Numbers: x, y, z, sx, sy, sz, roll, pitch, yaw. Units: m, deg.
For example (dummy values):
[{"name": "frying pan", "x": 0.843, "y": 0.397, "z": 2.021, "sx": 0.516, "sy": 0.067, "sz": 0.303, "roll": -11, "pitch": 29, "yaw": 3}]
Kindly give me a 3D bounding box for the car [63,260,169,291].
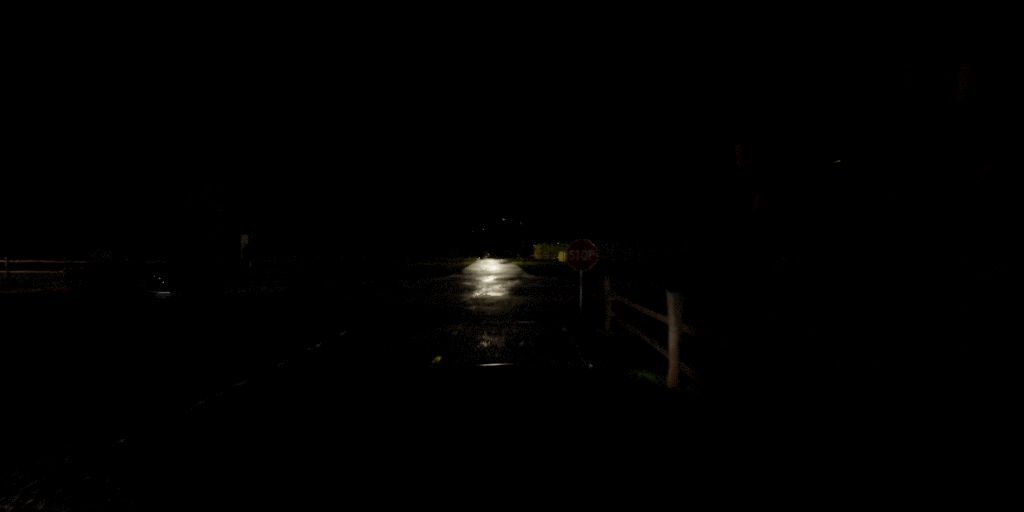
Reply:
[{"name": "car", "x": -19.757, "y": 0.973, "z": 18.423, "sx": 4.892, "sy": 1.490, "sz": 1.837, "roll": 1, "pitch": 2, "yaw": -4}]
